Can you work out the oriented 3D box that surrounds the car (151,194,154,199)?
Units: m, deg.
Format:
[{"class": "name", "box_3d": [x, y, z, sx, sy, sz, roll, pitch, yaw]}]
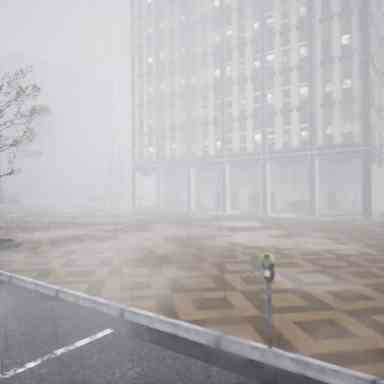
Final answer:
[{"class": "car", "box_3d": [-8.499, 1.037, 76.766, 1.887, 1.381, 4.507, -1, 0, 36]}]

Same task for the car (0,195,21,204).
[{"class": "car", "box_3d": [-27.947, 1.174, 49.900, 1.967, 1.590, 4.097, -1, 0, 36]}]

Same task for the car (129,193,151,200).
[{"class": "car", "box_3d": [-11.740, 1.082, 72.288, 2.008, 1.369, 4.403, -1, 0, 36]}]

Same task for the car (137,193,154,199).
[{"class": "car", "box_3d": [-12.047, 1.015, 86.158, 1.967, 1.590, 4.097, -1, 0, 36]}]

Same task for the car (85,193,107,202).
[{"class": "car", "box_3d": [-18.224, 1.050, 63.333, 1.967, 1.590, 4.097, -1, 0, 36]}]
